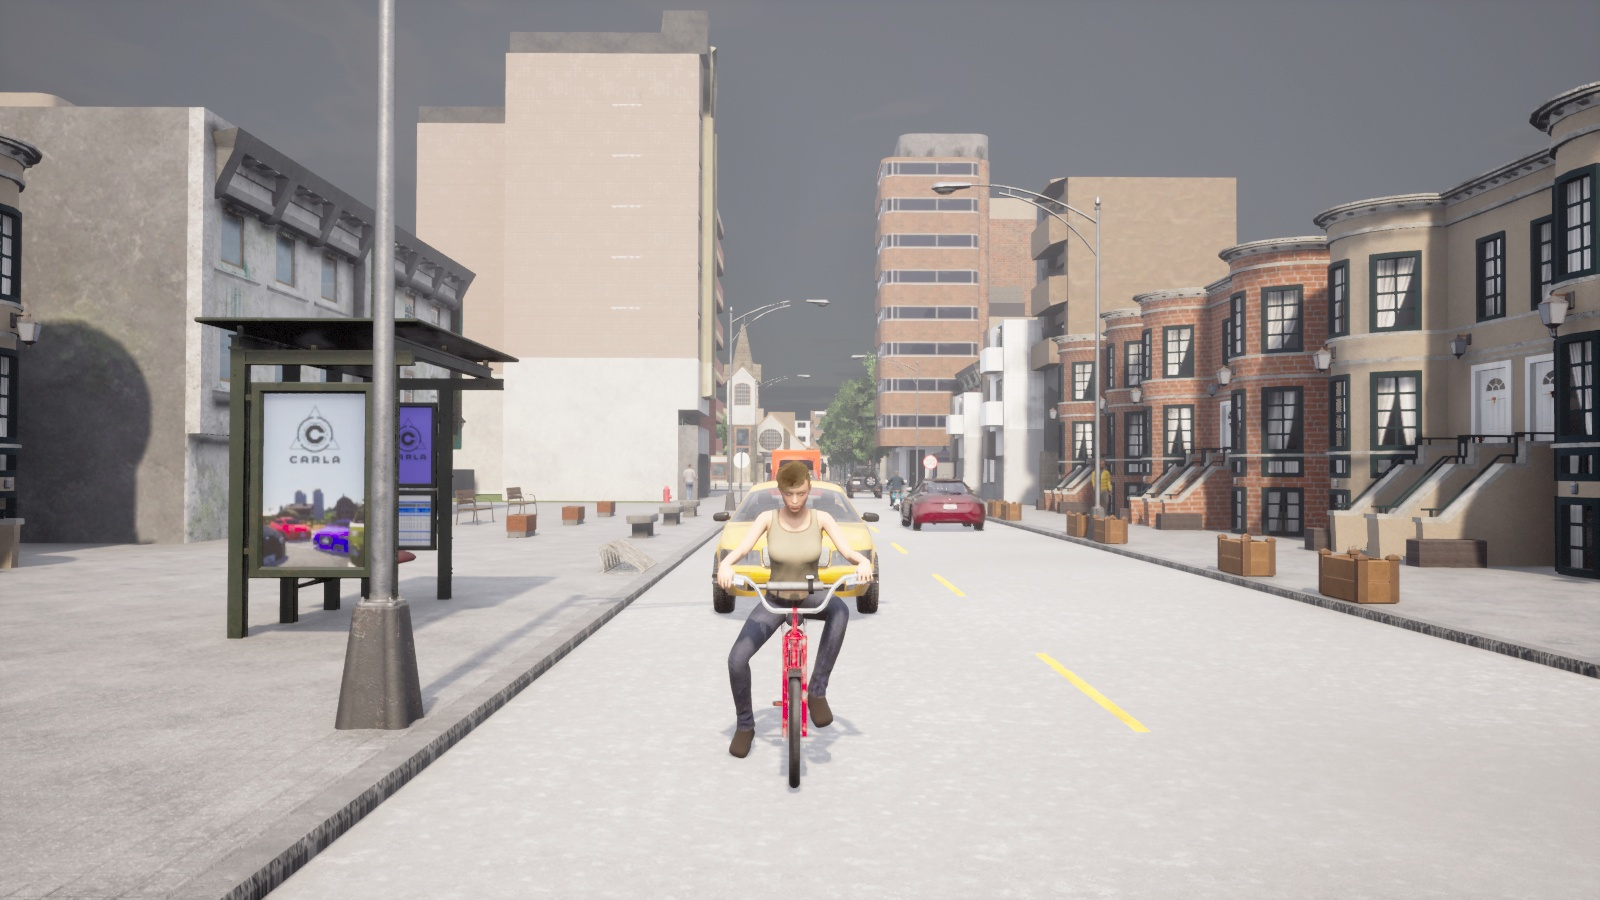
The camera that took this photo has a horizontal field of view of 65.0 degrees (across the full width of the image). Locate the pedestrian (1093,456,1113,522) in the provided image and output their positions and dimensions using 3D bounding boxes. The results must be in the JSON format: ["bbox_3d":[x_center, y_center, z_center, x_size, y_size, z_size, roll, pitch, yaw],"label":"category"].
[{"bbox_3d":[8.473,1.079,35.169,0.370,1.835,0.726,0,-1,0],"label":"pedestrian"}]

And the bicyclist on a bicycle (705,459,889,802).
[{"bbox_3d":[-0.022,0.863,6.680,0.866,1.612,1.509,0,-1,-1],"label":"bicyclist on a bicycle"}]

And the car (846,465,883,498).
[{"bbox_3d":[3.757,1.850,73.650,1.932,1.855,4.605,0,-1,0],"label":"car"}]

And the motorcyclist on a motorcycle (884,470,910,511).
[{"bbox_3d":[3.854,1.592,50.127,0.866,1.590,1.817,0,-1,0],"label":"motorcyclist on a motorcycle"}]

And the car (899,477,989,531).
[{"bbox_3d":[3.915,1.445,34.742,1.994,1.385,4.181,0,-1,0],"label":"car"}]

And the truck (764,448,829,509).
[{"bbox_3d":[-0.160,1.232,53.522,2.627,2.467,5.204,0,-1,0],"label":"truck"}]

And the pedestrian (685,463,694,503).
[{"bbox_3d":[-5.063,1.508,57.551,0.354,1.836,0.706,0,-1,-1],"label":"pedestrian"}]

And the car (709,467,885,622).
[{"bbox_3d":[-0.039,1.014,15.534,1.801,1.575,5.366,0,-1,0],"label":"car"}]
